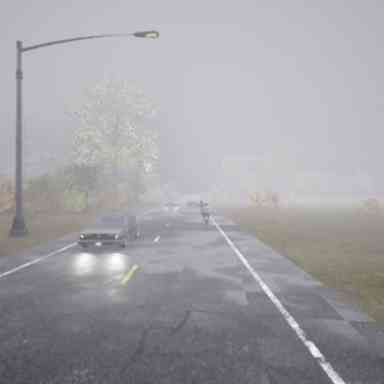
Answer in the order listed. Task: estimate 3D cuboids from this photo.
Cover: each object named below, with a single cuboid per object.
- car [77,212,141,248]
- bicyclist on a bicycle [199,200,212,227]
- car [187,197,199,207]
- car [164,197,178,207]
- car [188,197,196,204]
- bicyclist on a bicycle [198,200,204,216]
[{"bbox_3d":[-3.591,1.632,15.441,2.033,1.411,5.357,0,0,0],"label":"car"},{"bbox_3d":[0.993,1.560,22.943,0.866,1.612,1.509,0,0,0],"label":"bicyclist on a bicycle"},{"bbox_3d":[0.122,1.807,56.060,1.812,1.442,4.674,0,0,0],"label":"car"},{"bbox_3d":[-3.525,1.634,56.336,2.097,1.767,4.553,0,0,0],"label":"car"},{"bbox_3d":[0.043,1.884,74.092,1.812,1.442,4.674,0,0,0],"label":"car"},{"bbox_3d":[0.982,1.634,34.712,0.582,1.620,1.656,0,-1,0],"label":"bicyclist on a bicycle"}]
